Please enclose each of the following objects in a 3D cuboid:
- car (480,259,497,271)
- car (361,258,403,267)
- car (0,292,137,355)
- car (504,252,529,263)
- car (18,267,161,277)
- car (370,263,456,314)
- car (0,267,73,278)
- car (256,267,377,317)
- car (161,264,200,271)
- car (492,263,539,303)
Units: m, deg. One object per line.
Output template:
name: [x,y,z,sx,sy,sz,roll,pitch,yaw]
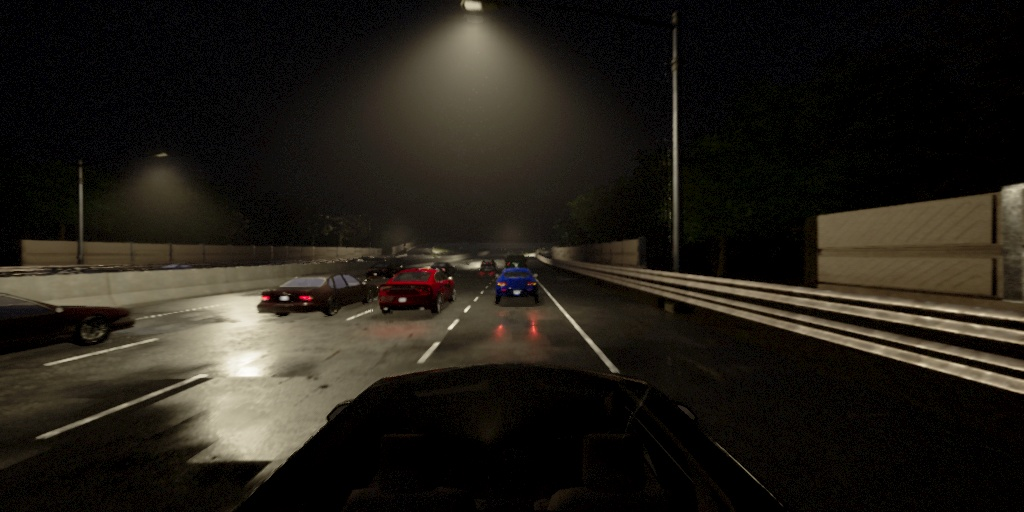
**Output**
car: [-3.023,1.142,46.856,2.128,1.511,4.902,0,0,1]
car: [-10.161,1.220,29.259,1.882,1.535,5.008,0,0,1]
car: [-10.377,1.352,6.486,2.033,1.411,5.357,0,0,0]
car: [0.415,0.882,34.718,2.150,2.045,5.566,0,0,1]
car: [-20.976,1.404,18.142,1.994,1.385,4.181,0,0,1]
car: [-3.420,1.220,13.738,1.882,1.535,5.008,0,0,0]
car: [-24.463,1.350,19.439,2.128,1.511,4.902,0,0,1]
car: [-6.823,1.312,13.284,2.033,1.411,5.357,0,0,0]
car: [-31.292,1.428,33.346,1.994,1.385,4.181,0,0,1]
car: [0.207,1.237,16.403,1.812,1.442,4.674,0,0,1]
